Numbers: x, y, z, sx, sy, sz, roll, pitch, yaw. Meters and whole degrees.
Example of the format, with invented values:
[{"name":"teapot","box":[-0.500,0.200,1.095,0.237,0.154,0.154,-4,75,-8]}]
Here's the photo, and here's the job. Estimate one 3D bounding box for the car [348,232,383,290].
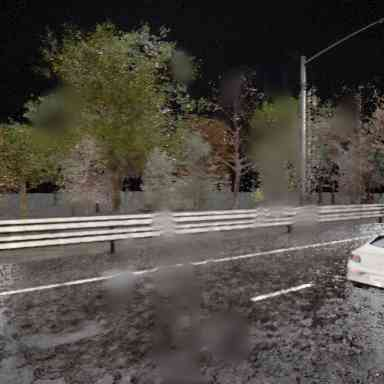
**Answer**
[{"name":"car","box":[5.479,1.528,7.783,4.674,1.442,1.812,0,0,-36]}]
